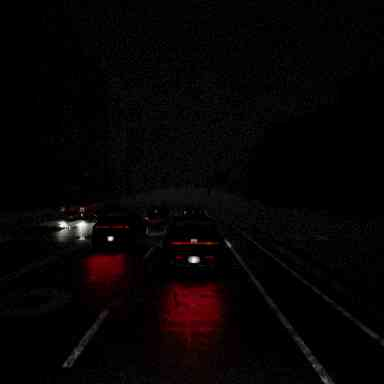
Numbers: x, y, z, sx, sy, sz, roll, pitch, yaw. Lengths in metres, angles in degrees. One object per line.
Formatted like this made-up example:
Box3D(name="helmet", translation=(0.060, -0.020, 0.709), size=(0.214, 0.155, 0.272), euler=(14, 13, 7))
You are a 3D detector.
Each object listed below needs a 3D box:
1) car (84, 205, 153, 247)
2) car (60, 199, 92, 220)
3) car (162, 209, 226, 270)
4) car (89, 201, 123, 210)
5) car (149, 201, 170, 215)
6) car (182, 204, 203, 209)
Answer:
Box3D(name="car", translation=(-3.170, 1.567, 15.387), size=(1.837, 1.490, 4.892), euler=(0, 0, 0))
Box3D(name="car", translation=(-9.859, 1.456, 29.332), size=(2.097, 1.767, 4.553), euler=(0, 0, 0))
Box3D(name="car", translation=(0.065, 1.548, 11.204), size=(1.837, 1.490, 4.892), euler=(0, 0, 0))
Box3D(name="car", translation=(-6.608, 1.649, 27.887), size=(2.033, 1.411, 5.357), euler=(0, 0, 0))
Box3D(name="car", translation=(-3.170, 1.585, 32.043), size=(1.882, 1.535, 5.008), euler=(0, 0, 0))
Box3D(name="car", translation=(0.074, 1.704, 28.992), size=(1.895, 1.301, 4.718), euler=(0, 0, 0))
